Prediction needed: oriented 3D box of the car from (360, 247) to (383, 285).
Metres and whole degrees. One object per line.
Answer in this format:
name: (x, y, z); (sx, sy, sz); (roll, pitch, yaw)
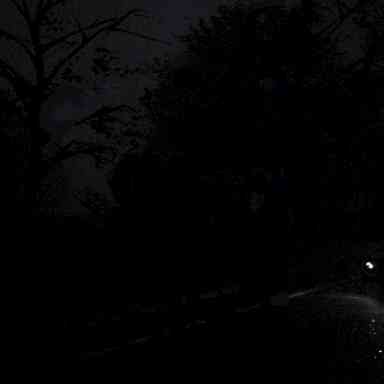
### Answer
car: (6.374, 1.498, 8.232); (5.357, 1.411, 2.033); (0, 0, -35)
